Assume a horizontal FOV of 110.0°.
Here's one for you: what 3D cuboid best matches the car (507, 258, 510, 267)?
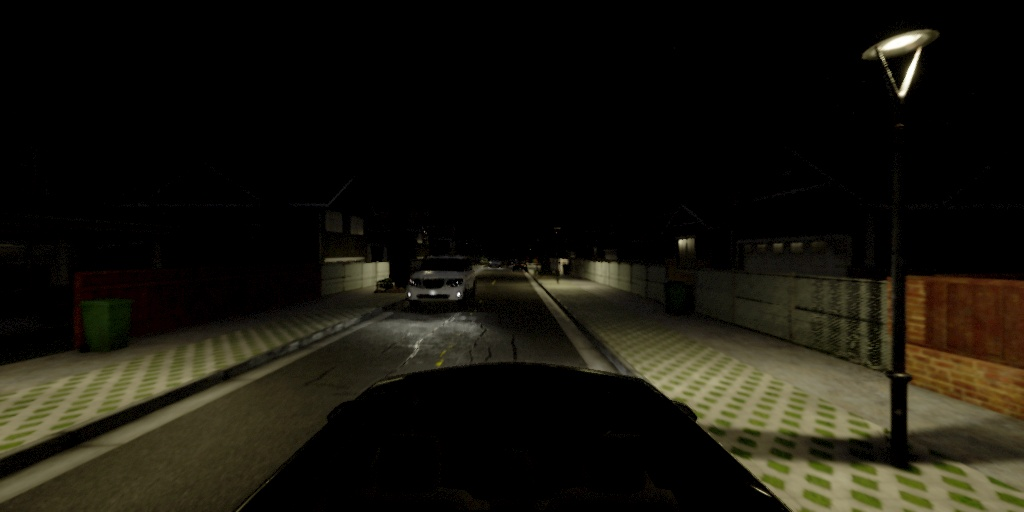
[{"bbox_3d":[0.023,1.181,62.574,2.128,1.511,4.902,0,0,0],"label":"car"}]

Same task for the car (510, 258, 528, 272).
[{"bbox_3d":[0.974,1.227,44.712,1.837,1.490,4.892,0,0,0],"label":"car"}]

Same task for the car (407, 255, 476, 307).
[{"bbox_3d":[-2.844,0.965,15.652,2.150,2.045,5.566,0,0,0],"label":"car"}]

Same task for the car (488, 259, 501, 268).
[{"bbox_3d":[-2.764,1.223,59.184,1.812,1.442,4.674,0,0,1],"label":"car"}]
